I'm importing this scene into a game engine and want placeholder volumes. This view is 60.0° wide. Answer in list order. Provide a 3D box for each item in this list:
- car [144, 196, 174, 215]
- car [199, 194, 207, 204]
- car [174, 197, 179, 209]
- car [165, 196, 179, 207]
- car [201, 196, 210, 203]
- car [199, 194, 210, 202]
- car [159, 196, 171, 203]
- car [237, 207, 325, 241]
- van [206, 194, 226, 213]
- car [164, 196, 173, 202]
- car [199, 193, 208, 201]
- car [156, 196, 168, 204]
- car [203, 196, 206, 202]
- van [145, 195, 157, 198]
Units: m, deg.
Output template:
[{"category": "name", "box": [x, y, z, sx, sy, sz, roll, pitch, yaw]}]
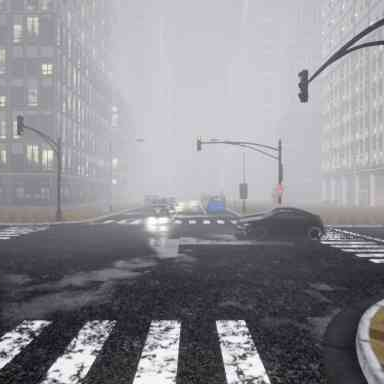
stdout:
[{"category": "car", "box": [-3.204, 1.491, 33.268, 2.128, 1.511, 4.902, 0, 0, -1]}, {"category": "car", "box": [2.742, 1.313, 63.578, 2.192, 1.841, 5.009, 0, 0, 0]}, {"category": "car", "box": [-3.148, 1.547, 43.054, 2.033, 1.411, 5.357, 0, 0, 0]}, {"category": "car", "box": [-3.089, 1.477, 53.193, 1.882, 1.535, 5.008, 0, 0, 1]}, {"category": "car", "box": [2.768, 1.542, 69.117, 1.887, 1.381, 4.507, 0, 0, 0]}, {"category": "car", "box": [2.796, 1.312, 74.657, 2.192, 1.841, 5.009, 0, 0, 0]}, {"category": "car", "box": [-5.612, 1.548, 69.157, 2.008, 1.369, 4.403, 0, 0, 0]}, {"category": "car", "box": [4.394, 1.603, 16.609, 4.181, 1.385, 1.994, 1, 0, -1]}, {"category": "van", "box": [2.722, 1.341, 35.886, 1.690, 1.788, 3.998, 0, 0, 0]}, {"category": "car", "box": [-5.558, 1.578, 80.236, 1.802, 1.307, 4.206, 0, 0, 0]}, {"category": "car", "box": [2.850, 1.309, 85.736, 2.192, 1.841, 5.009, 0, 0, 0]}, {"category": "car", "box": [-5.639, 1.564, 63.618, 1.947, 1.339, 4.313, 0, 0, 0]}, {"category": "car", "box": [2.658, 1.544, 41.424, 1.887, 1.381, 4.507, 0, 0, 0]}, {"category": "van", "box": [-5.718, 1.341, 47.001, 1.690, 1.788, 3.998, 0, 0, 0]}]
